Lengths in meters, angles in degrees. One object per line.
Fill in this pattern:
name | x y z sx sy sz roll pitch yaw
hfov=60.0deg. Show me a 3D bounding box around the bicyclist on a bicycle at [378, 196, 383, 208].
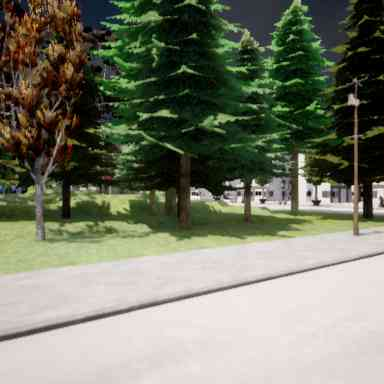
bicyclist on a bicycle | 24.949 1.324 43.842 1.656 1.620 0.582 0 0 -36
